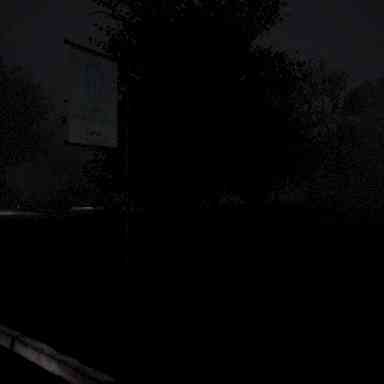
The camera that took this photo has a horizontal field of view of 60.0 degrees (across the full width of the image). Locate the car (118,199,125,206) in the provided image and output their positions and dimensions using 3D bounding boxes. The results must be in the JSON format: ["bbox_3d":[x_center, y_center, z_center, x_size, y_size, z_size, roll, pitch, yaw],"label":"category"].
[{"bbox_3d":[-7.869,1.165,49.656,2.150,2.045,5.566,0,1,37],"label":"car"}]

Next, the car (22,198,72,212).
[{"bbox_3d":[-16.512,1.470,38.652,1.882,1.535,5.008,0,0,39],"label":"car"}]

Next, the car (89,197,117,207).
[{"bbox_3d":[-12.522,1.507,49.343,2.033,1.411,5.357,0,0,38],"label":"car"}]

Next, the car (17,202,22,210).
[{"bbox_3d":[-18.976,1.484,41.176,2.128,1.511,4.902,0,0,39],"label":"car"}]
